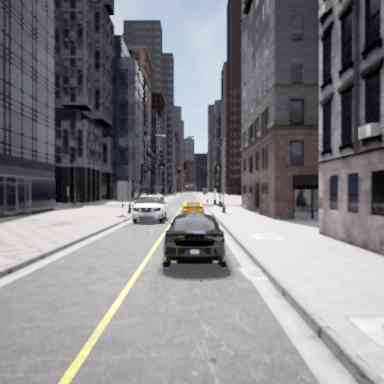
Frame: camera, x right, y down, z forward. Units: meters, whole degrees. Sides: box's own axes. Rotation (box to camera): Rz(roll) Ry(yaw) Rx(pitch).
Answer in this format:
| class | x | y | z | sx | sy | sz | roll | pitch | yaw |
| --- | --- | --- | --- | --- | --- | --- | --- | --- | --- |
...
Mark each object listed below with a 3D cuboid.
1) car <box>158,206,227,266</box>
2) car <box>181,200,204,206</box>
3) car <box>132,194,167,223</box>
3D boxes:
| class | x | y | z | sx | sy | sz | roll | pitch | yaw |
| --- | --- | --- | --- | --- | --- | --- | --- | --- | --- |
| car | 0.082 | 1.466 | 11.536 | 1.882 | 1.535 | 5.008 | 0 | 0 | 0 |
| car | 0.079 | 1.456 | 29.364 | 1.882 | 1.535 | 5.008 | 0 | 0 | 0 |
| car | -3.107 | 1.203 | 25.311 | 2.150 | 2.045 | 5.566 | 0 | 0 | 0 |
